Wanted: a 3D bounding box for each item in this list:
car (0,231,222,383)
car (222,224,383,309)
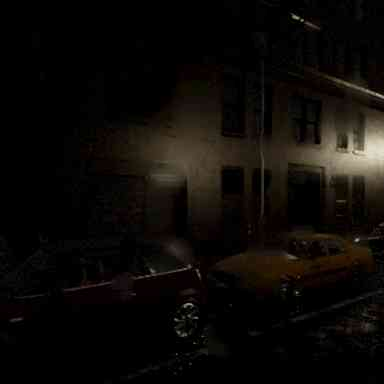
[{"bbox_3d":[-1.807,1.455,4.899,4.097,1.590,1.967,1,0,-36],"label":"car"},{"bbox_3d":[2.544,1.591,8.007,4.829,1.417,1.752,1,0,-36],"label":"car"}]
